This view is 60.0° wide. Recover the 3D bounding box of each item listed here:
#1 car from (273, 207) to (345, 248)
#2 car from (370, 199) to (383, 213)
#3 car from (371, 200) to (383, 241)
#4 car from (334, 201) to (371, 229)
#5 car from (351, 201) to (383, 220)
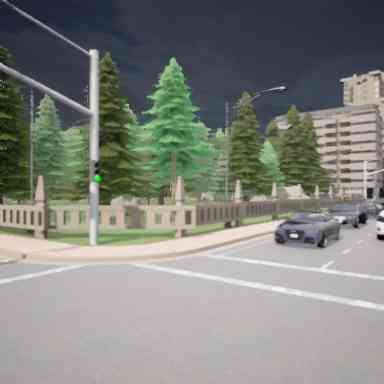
[{"bbox_3d":[5.246,1.568,14.967,1.994,1.385,4.181,0,0,36],"label":"car"},{"bbox_3d":[21.740,1.570,37.971,1.994,1.385,4.181,0,0,36],"label":"car"},{"bbox_3d":[10.540,1.223,16.354,2.150,2.045,5.566,0,0,36],"label":"car"},{"bbox_3d":[10.218,1.496,21.920,2.128,1.511,4.902,0,0,36],"label":"car"},{"bbox_3d":[15.905,1.553,29.870,2.033,1.411,5.357,0,0,36],"label":"car"}]
